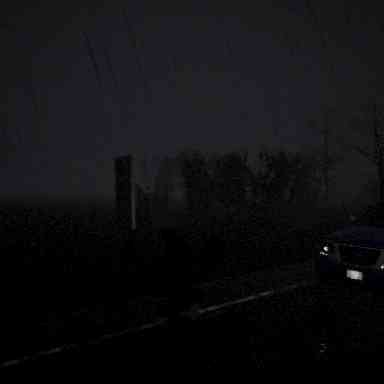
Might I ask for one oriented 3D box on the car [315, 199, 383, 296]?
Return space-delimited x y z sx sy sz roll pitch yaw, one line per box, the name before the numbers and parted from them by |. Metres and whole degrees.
car | 5.233 1.131 7.682 5.566 2.045 2.150 -1 1 -35
